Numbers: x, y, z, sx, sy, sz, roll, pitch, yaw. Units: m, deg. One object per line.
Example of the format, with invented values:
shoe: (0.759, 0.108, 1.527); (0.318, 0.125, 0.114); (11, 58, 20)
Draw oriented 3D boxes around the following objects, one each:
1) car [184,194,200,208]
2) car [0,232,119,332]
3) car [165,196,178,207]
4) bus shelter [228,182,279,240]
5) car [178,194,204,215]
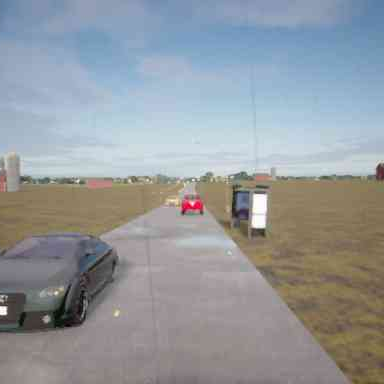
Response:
car: (0.031, 1.240, 46.874); (2.097, 1.767, 4.553); (0, 0, 1)
car: (-2.850, 1.558, 6.876); (1.994, 1.385, 4.181); (0, 0, 0)
car: (-2.832, 1.356, 48.873); (1.882, 1.535, 5.008); (0, 0, 0)
bus shelter: (3.176, 0.861, 18.040); (1.920, 2.740, 3.880); (2, 2, 0)
car: (0.049, 1.171, 33.493); (2.150, 2.045, 5.566); (0, 0, 1)
